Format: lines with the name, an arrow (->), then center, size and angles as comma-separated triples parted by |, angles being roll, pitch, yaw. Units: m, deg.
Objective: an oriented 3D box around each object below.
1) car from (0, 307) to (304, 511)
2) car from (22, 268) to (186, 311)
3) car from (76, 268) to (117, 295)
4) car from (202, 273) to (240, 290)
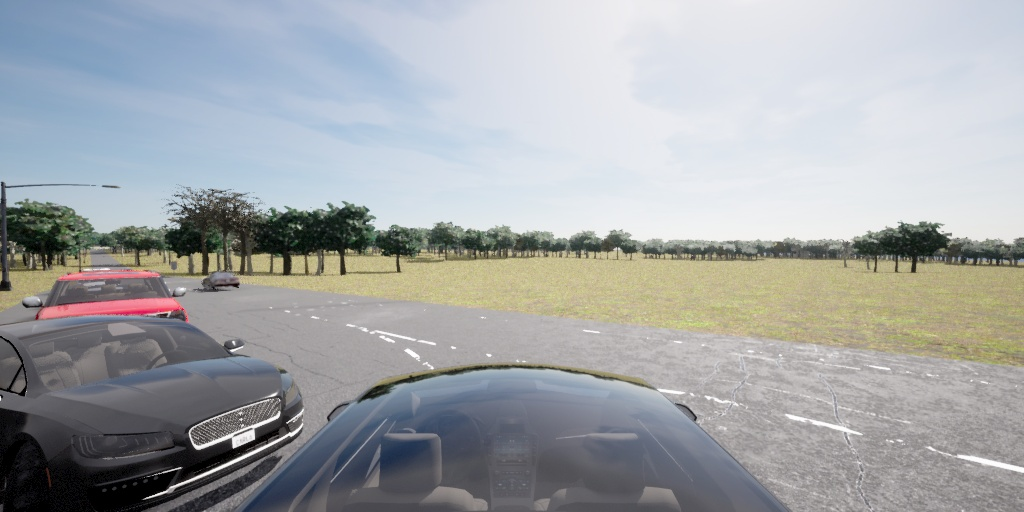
car -> -4.593, 1.445, 3.962 | 4.892, 1.490, 1.837 | -3, -3, 21
car -> -9.544, 1.385, 8.565 | 5.566, 2.045, 2.150 | -2, 0, 40
car -> -35.827, 2.097, 30.981 | 5.566, 2.045, 2.150 | -2, 0, 41
car -> -25.333, 2.156, 31.170 | 5.357, 1.411, 2.033 | -2, 0, 40
